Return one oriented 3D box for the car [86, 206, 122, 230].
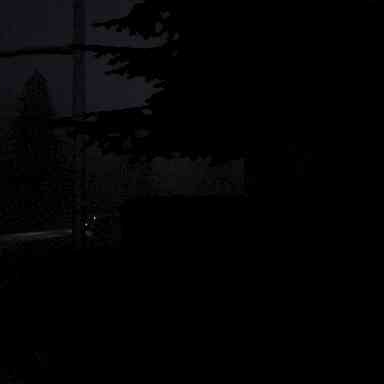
[{"bbox_3d":[-4.935,1.586,21.338,1.895,1.301,4.718,0,0,36],"label":"car"}]
